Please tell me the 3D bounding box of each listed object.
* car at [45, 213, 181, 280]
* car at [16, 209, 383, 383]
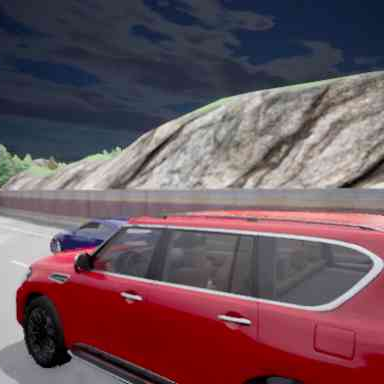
[{"bbox_3d":[-2.703,1.530,10.701,4.674,1.442,1.812,0,0,39],"label":"car"},{"bbox_3d":[0.113,1.228,4.015,5.566,2.045,2.150,0,0,37],"label":"car"}]
